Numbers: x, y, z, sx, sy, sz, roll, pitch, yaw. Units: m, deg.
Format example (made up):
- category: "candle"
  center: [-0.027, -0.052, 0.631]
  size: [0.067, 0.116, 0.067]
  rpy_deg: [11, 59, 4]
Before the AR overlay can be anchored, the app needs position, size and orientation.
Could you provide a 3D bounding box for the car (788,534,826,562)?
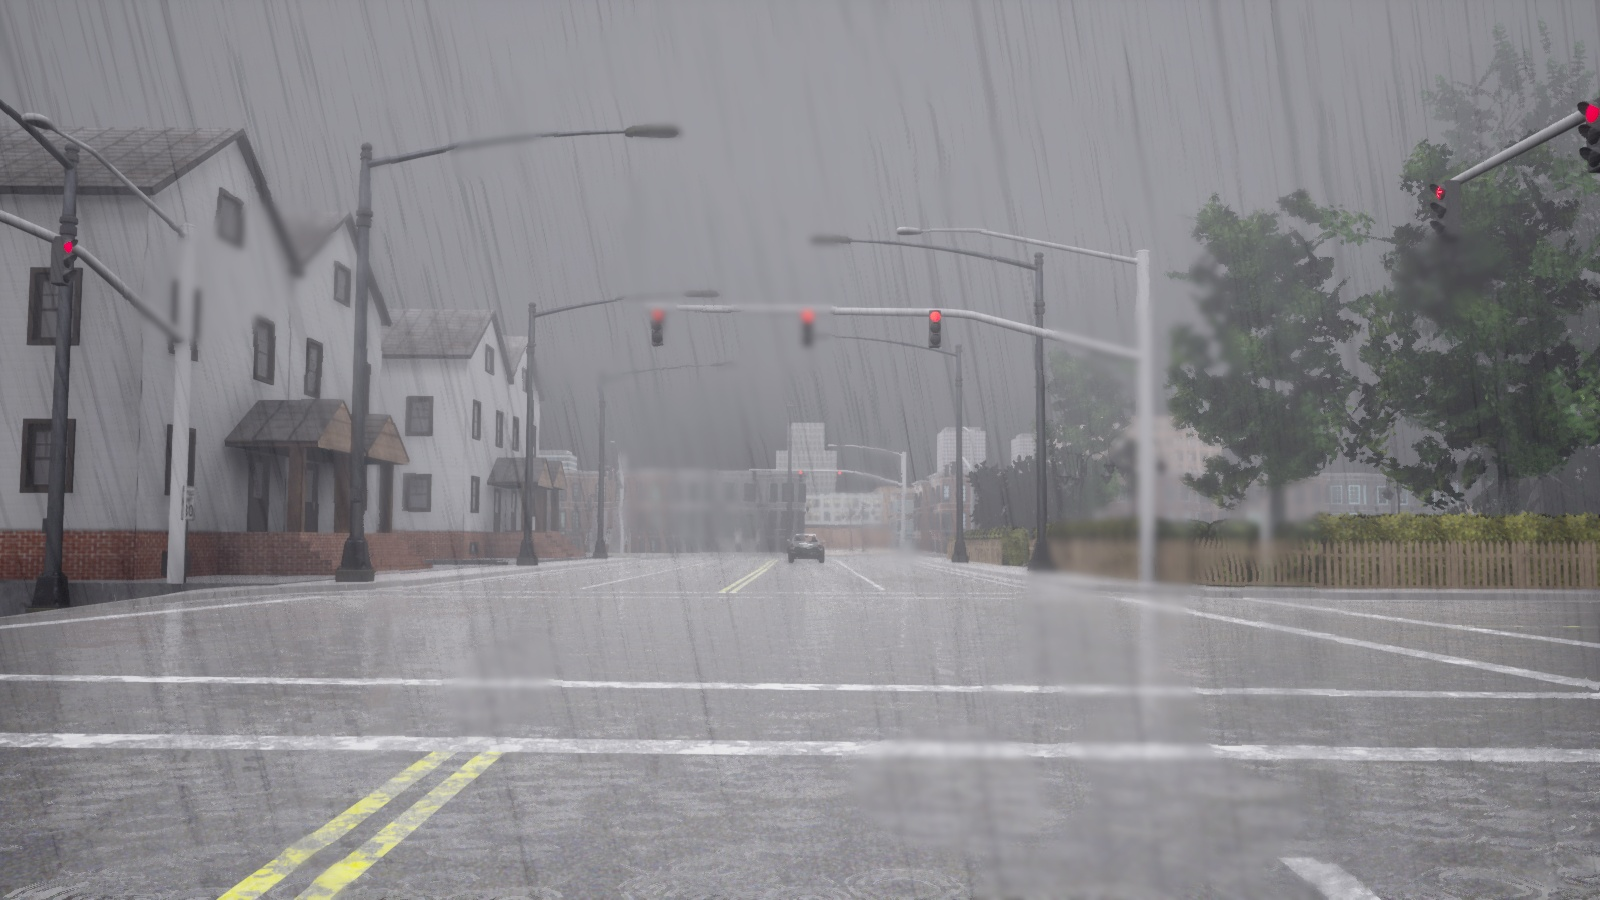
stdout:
- category: "car"
  center: [0.368, 5.232, 67.110]
  size: [1.970, 1.475, 3.806]
  rpy_deg: [0, -4, 1]
